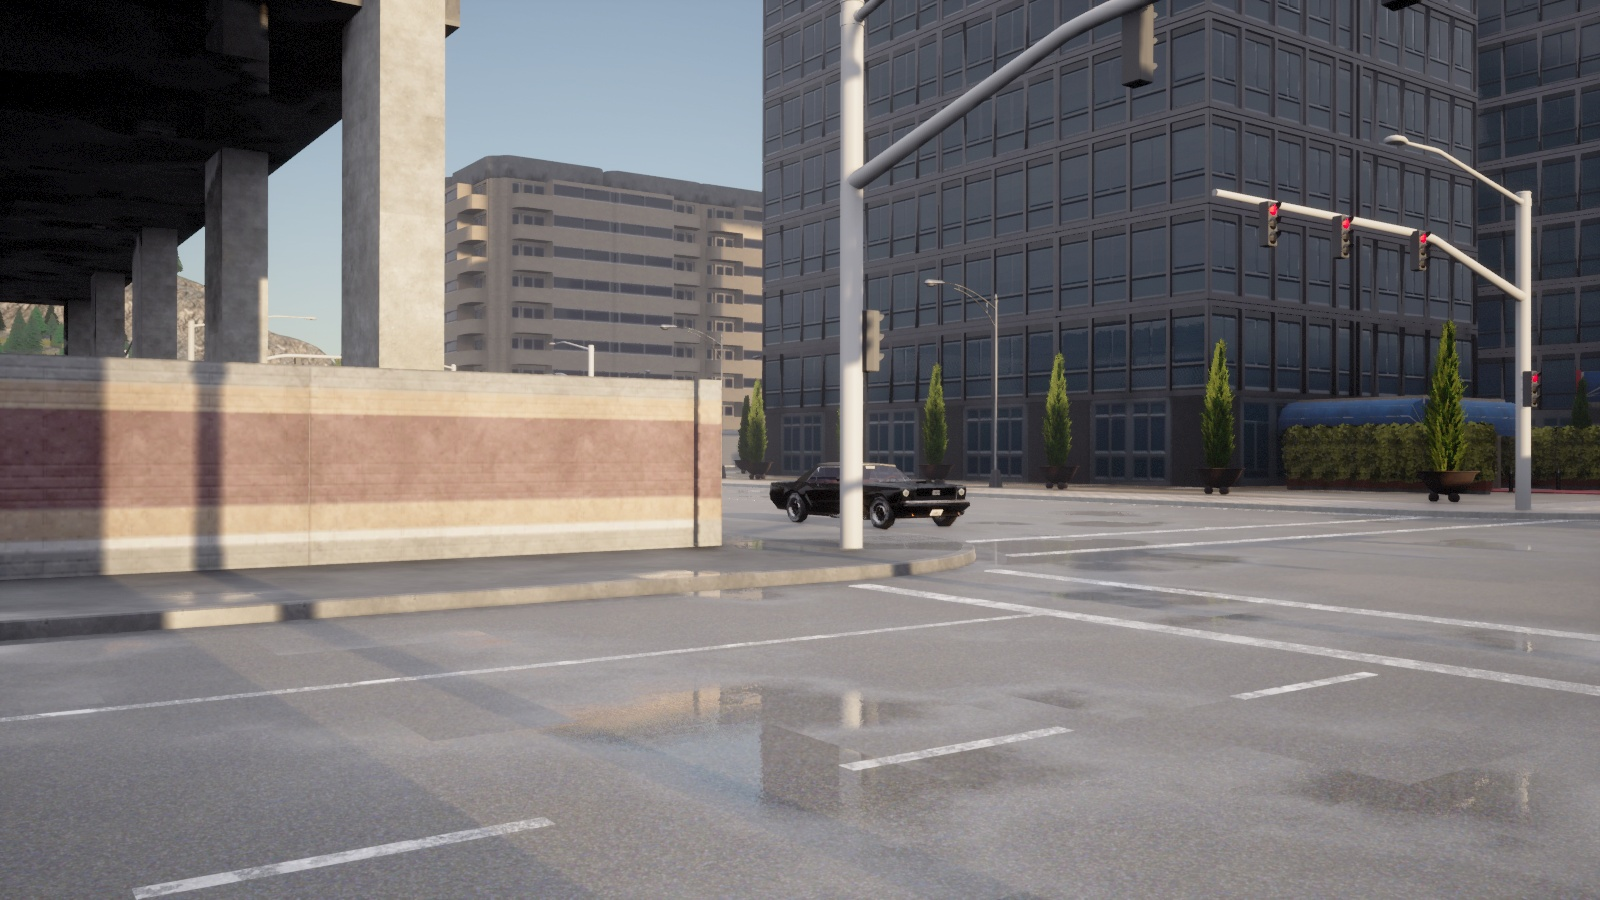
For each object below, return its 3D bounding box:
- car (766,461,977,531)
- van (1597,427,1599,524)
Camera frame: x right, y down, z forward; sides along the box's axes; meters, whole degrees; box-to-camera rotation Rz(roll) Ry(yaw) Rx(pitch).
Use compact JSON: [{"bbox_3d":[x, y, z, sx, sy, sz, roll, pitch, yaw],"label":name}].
[{"bbox_3d":[1.379,0.907,26.381,1.895,1.301,4.718,0,0,-35],"label":"car"},{"bbox_3d":[18.483,0.518,24.677,4.442,1.987,1.775,0,0,4],"label":"van"}]
